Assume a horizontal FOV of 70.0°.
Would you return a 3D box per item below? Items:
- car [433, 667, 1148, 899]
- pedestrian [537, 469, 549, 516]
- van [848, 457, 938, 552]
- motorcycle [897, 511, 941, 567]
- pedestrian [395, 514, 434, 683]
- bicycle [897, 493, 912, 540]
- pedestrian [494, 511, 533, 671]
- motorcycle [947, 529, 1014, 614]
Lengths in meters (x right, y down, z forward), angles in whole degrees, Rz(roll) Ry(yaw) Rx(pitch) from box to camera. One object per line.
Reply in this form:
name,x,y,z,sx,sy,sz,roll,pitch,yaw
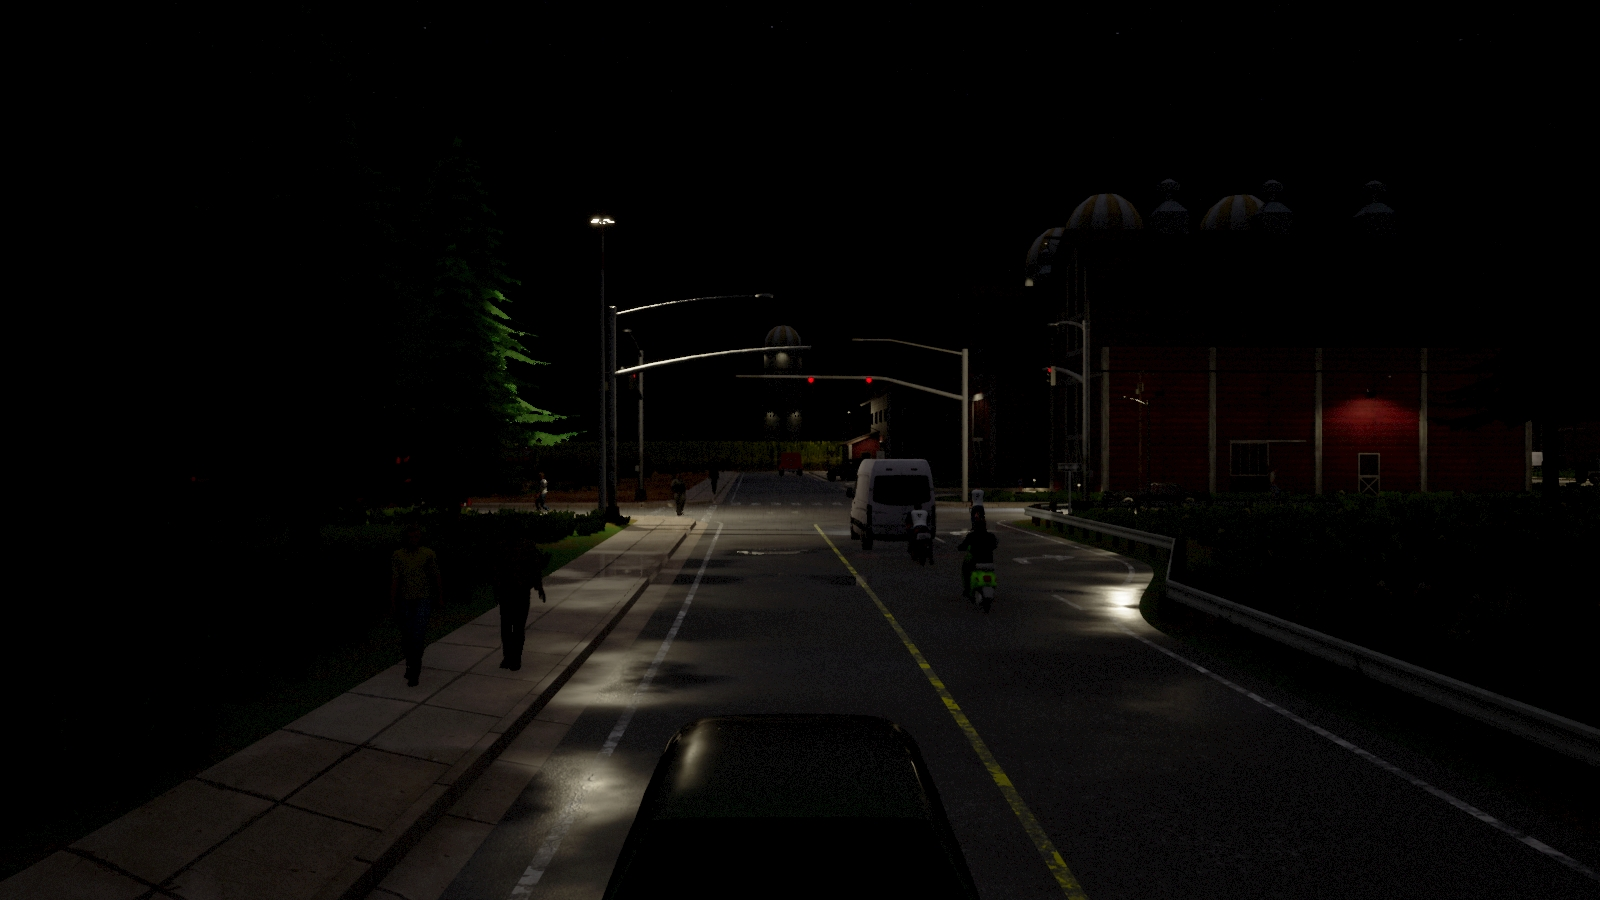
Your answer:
car,-0.032,1.973,4.130,1.851,1.617,3.988,0,0,0
pedestrian,-10.243,1.696,45.556,0.375,1.860,0.375,0,0,2
van,2.659,1.508,34.092,1.988,2.561,5.915,0,0,-2
motorcycle,2.898,2.159,27.998,0.803,1.199,2.033,0,0,-2
pedestrian,-4.381,1.670,12.988,0.375,1.860,0.375,0,0,-12
bicycle,3.290,2.079,36.037,0.373,1.396,1.643,0,0,3
pedestrian,-3.411,1.669,13.608,0.375,1.860,0.375,0,0,-2
motorcycle,3.171,2.115,20.216,0.856,1.316,1.805,0,0,-2
